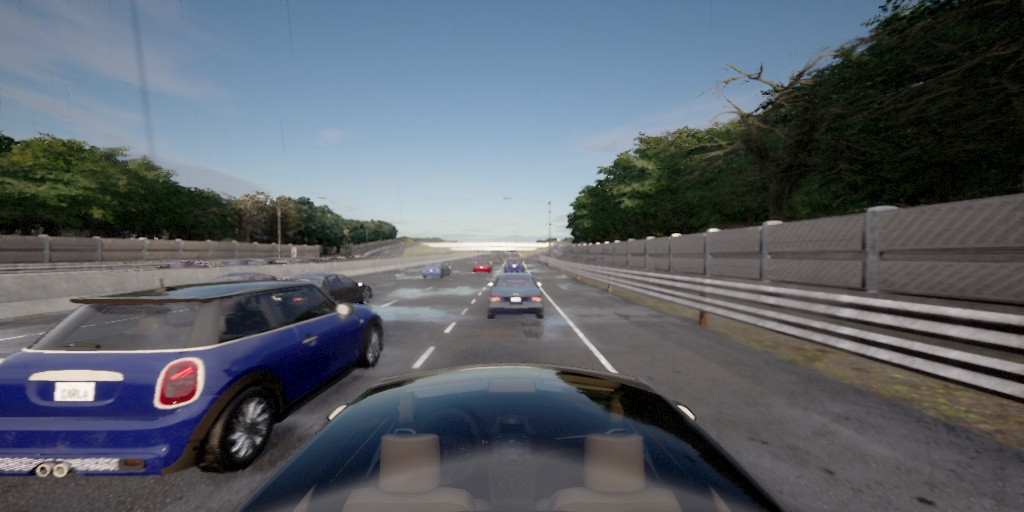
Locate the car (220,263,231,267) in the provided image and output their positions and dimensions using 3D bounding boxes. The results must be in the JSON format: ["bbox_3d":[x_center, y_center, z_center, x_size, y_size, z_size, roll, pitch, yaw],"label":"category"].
[{"bbox_3d":[-27.944,1.238,36.583,1.994,1.385,4.181,0,1,1],"label":"car"}]

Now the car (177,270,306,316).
[{"bbox_3d":[-10.376,1.344,14.255,1.994,1.385,4.181,0,0,0],"label":"car"}]

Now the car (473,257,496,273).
[{"bbox_3d":[-3.319,1.175,41.408,1.994,1.385,4.181,0,1,0],"label":"car"}]

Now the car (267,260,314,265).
[{"bbox_3d":[-20.963,1.184,35.054,2.128,1.511,4.902,0,1,1],"label":"car"}]

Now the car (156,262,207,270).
[{"bbox_3d":[-31.464,1.265,34.250,1.994,1.385,4.181,0,1,1],"label":"car"}]

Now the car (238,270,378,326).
[{"bbox_3d":[-6.879,1.325,13.010,2.033,1.411,5.357,0,0,0],"label":"car"}]

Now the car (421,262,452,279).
[{"bbox_3d":[-6.787,1.266,32.683,2.033,1.411,5.357,0,1,0],"label":"car"}]

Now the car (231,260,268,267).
[{"bbox_3d":[-24.461,1.197,35.087,1.837,1.490,4.892,0,1,1],"label":"car"}]

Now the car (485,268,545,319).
[{"bbox_3d":[0.122,1.326,12.956,2.033,1.411,5.357,0,0,0],"label":"car"}]

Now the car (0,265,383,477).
[{"bbox_3d":[-3.497,1.110,4.997,2.097,1.767,4.553,0,0,0],"label":"car"}]

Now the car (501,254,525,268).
[{"bbox_3d":[0.252,1.013,37.703,2.097,1.767,4.553,0,1,0],"label":"car"}]
